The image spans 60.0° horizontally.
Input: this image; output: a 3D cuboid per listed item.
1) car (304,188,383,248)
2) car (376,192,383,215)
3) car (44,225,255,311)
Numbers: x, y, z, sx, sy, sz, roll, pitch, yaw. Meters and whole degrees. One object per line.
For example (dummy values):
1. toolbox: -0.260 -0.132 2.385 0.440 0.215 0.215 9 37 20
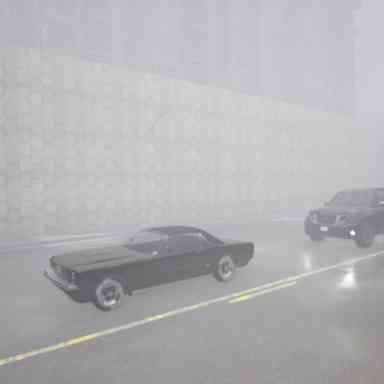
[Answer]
1. car: 6.913 0.884 13.468 5.566 2.045 2.150 -2 1 -36
2. car: 15.333 0.747 23.923 4.892 1.490 1.837 -2 1 -36
3. car: -0.808 1.516 7.756 4.718 1.301 1.895 -2 1 -36
